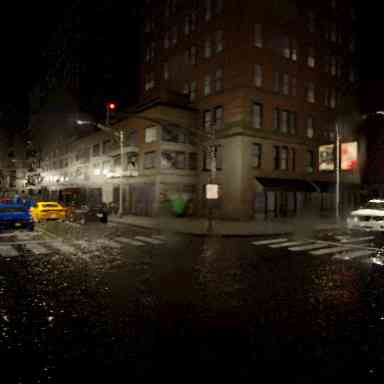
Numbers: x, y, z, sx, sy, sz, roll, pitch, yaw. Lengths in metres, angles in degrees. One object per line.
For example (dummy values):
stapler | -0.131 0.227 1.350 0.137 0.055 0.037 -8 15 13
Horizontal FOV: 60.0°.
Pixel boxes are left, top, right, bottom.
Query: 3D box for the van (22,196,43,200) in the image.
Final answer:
van | -20.472 1.450 43.210 1.690 1.788 3.998 1 -1 -35

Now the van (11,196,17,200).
van | -26.825 1.458 52.216 1.690 1.788 3.998 1 -1 -35

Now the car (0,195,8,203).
car | -42.710 1.585 74.732 1.967 1.590 4.097 1 -1 -35

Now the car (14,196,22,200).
car | -23.651 1.663 47.711 2.008 1.369 4.403 1 -1 -35

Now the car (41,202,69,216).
car | -14.122 1.688 34.202 1.802 1.307 4.206 1 -1 -35

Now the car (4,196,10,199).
car | -31.423 1.644 54.157 1.994 1.385 4.181 1 -1 -35

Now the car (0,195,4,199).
car | -22.709 1.245 36.890 2.150 2.045 5.566 1 -1 -35

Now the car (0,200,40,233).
car | -10.863 1.502 20.062 1.882 1.535 5.008 1 -1 -35

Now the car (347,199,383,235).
car | 11.618 1.460 19.953 5.566 2.045 2.150 1 0 -36

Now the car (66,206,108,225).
car | -7.768 1.674 25.195 1.947 1.339 4.313 1 -1 -35

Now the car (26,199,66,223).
car | -11.325 1.546 25.867 1.882 1.535 5.008 1 -1 -35
